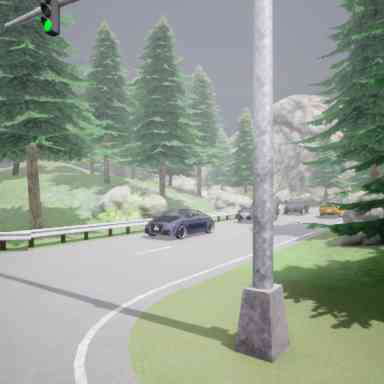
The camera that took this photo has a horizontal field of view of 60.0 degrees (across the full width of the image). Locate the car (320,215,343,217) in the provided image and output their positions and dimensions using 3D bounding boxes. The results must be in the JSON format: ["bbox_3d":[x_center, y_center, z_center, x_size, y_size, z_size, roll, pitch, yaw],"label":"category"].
[{"bbox_3d":[13.379,1.542,31.267,1.882,1.535,5.008,0,-1,33],"label":"car"}]

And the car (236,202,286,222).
[{"bbox_3d":[5.138,1.507,25.613,2.128,1.511,4.902,0,0,35],"label":"car"}]

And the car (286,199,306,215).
[{"bbox_3d":[10.773,1.520,34.136,1.837,1.490,4.892,0,0,28],"label":"car"}]

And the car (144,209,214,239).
[{"bbox_3d":[-0.556,1.579,17.460,1.994,1.385,4.181,0,0,35],"label":"car"}]
